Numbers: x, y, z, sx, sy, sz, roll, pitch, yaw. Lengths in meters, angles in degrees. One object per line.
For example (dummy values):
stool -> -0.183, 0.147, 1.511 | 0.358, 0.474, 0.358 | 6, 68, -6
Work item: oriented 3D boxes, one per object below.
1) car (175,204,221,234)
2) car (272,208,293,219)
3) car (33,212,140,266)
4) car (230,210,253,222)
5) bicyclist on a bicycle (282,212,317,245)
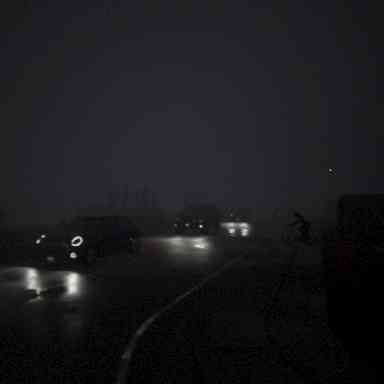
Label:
car -> 0.586, 1.959, 25.167 | 2.150, 2.045, 5.566 | 0, -2, 19
car -> 12.108, 2.945, 45.130 | 1.994, 1.385, 4.181 | 0, -2, 21
car -> -3.936, 1.712, 13.180 | 2.097, 1.767, 4.553 | 0, -2, 21
car -> 5.859, 2.773, 38.977 | 1.895, 1.301, 4.718 | 0, -2, 21
bicyclist on a bicycle -> 5.274, 1.790, 16.378 | 1.656, 1.620, 0.582 | -1, -2, 21
